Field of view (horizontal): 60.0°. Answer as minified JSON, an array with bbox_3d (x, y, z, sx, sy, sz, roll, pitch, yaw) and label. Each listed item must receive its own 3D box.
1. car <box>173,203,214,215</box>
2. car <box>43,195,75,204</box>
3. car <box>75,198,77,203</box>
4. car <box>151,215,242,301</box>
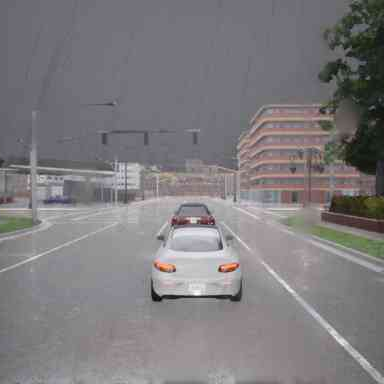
[{"bbox_3d":[0.064,1.352,17.181,2.097,1.767,4.553,0,0,0],"label":"car"},{"bbox_3d":[-23.437,1.295,57.889,4.611,1.667,2.242,0,0,1],"label":"car"},{"bbox_3d":[-24.167,1.456,63.639,3.806,1.475,1.970,0,0,1],"label":"car"},{"bbox_3d":[0.087,1.526,8.188,1.812,1.442,4.674,0,0,0],"label":"car"}]
